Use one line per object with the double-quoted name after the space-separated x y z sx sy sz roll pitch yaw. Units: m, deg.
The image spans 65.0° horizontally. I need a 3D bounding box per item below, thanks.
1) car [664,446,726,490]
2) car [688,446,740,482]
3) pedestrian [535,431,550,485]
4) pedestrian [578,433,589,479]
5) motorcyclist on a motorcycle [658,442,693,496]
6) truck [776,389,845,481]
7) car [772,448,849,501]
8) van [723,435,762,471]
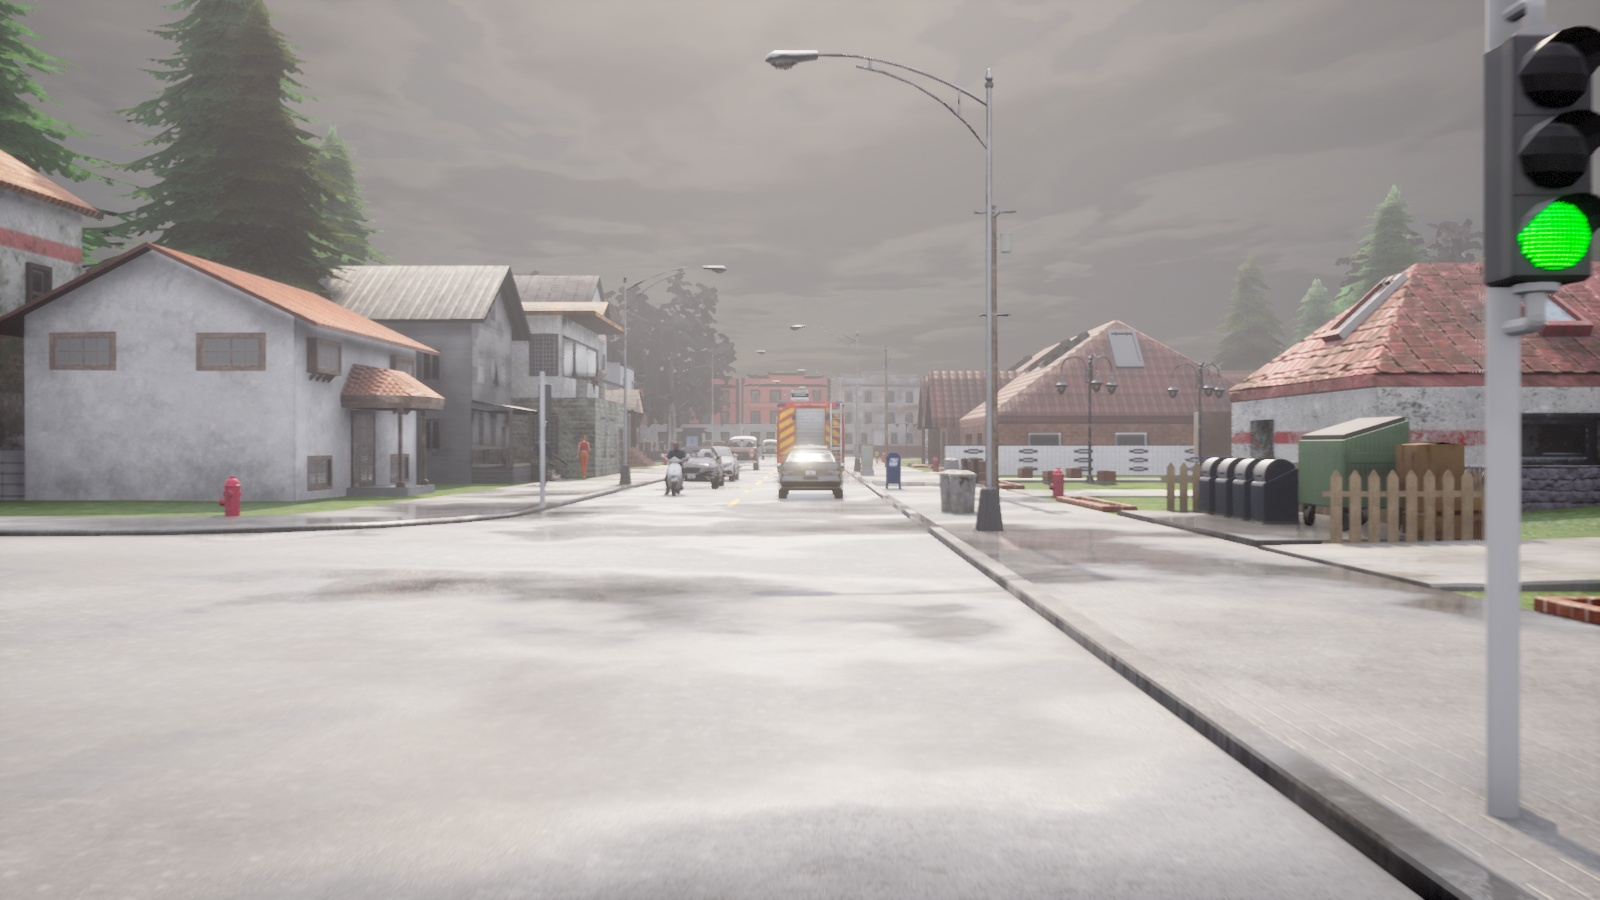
-3.641 0.581 44.115 1.816 1.474 4.193 0 0 0 "car"
-3.574 0.558 52.867 1.812 1.442 4.674 0 0 1 "car"
-8.872 0.276 43.280 0.370 1.835 0.726 0 0 0 "pedestrian"
-8.832 0.244 51.192 0.345 1.836 0.594 0 0 -1 "pedestrian"
-3.700 0.547 37.404 0.866 1.590 1.817 0 0 0 "motorcyclist on a motorcycle"
0.459 -0.643 56.633 2.891 3.827 8.468 0 0 0 "truck"
0.297 0.650 36.092 2.033 1.411 5.357 0 0 0 "car"
-3.397 0.167 75.156 2.069 2.038 4.480 0 0 0 "van"
